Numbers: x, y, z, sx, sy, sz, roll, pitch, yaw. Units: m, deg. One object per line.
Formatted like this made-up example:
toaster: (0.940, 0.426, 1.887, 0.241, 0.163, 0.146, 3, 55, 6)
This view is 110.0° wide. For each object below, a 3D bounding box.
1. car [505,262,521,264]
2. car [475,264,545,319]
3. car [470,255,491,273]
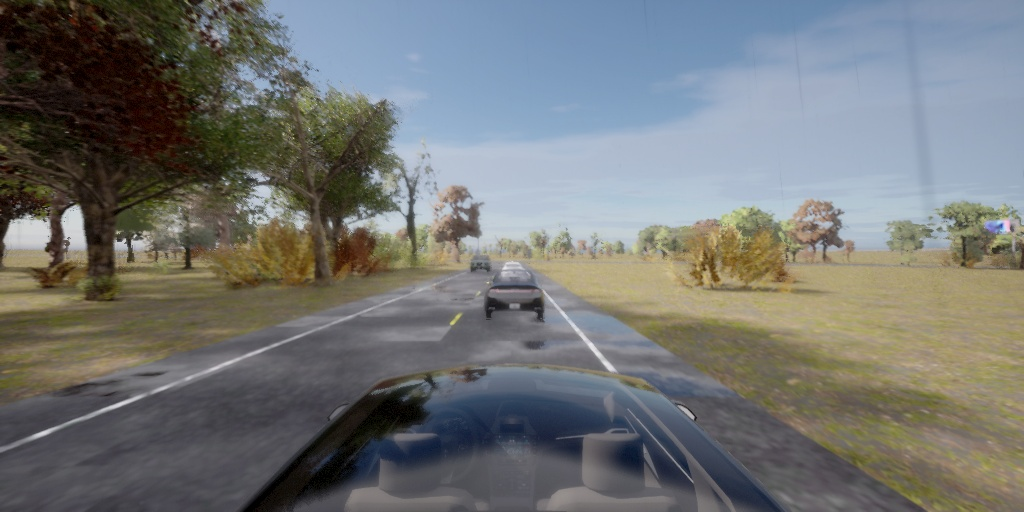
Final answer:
car: (0.083, 1.205, 28.826, 1.812, 1.442, 4.674, 0, 0, 0)
car: (0.085, 1.214, 12.630, 2.128, 1.511, 4.902, 0, 0, 0)
car: (-3.602, 0.861, 42.152, 2.150, 2.045, 5.566, 0, 0, 0)
